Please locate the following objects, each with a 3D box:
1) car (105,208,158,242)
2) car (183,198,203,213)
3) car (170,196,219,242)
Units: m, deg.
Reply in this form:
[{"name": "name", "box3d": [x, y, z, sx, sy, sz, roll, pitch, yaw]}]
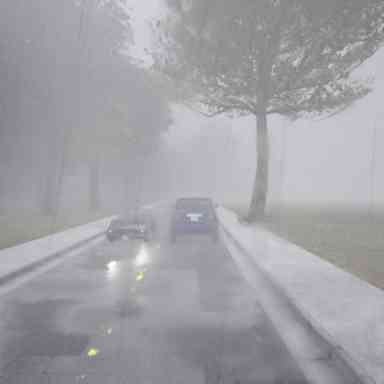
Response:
[{"name": "car", "box3d": [-2.744, 1.516, 16.388, 2.033, 1.411, 5.357, 0, 0, 0]}, {"name": "car", "box3d": [0.115, 1.421, 37.071, 2.128, 1.511, 4.902, 0, 0, 0]}, {"name": "car", "box3d": [0.106, 1.191, 16.291, 2.150, 2.045, 5.566, 0, 0, 0]}]
